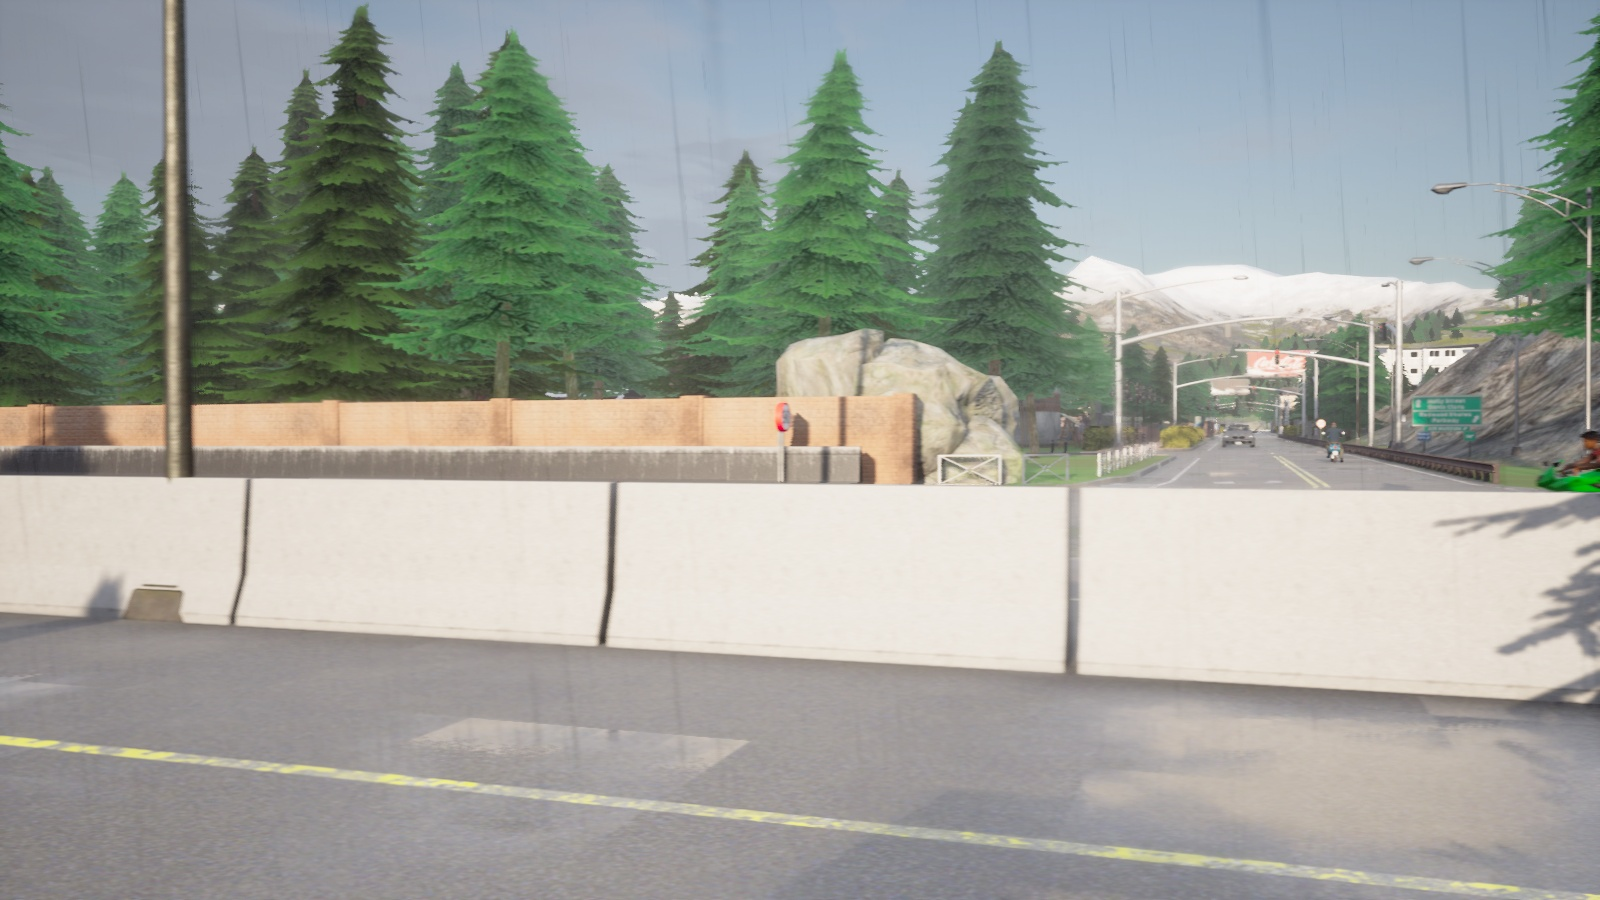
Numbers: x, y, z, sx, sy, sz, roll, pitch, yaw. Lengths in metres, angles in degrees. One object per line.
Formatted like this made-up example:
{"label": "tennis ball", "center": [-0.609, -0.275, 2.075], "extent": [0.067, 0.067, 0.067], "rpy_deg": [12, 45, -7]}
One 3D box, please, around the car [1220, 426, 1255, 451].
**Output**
{"label": "car", "center": [31.124, -0.838, 89.318], "extent": [2.242, 1.667, 4.611], "rpy_deg": [1, 1, 19]}

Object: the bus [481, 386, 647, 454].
{"label": "bus", "center": [-15.422, -1.952, 81.834], "extent": [10.273, 4.253, 3.944], "rpy_deg": [1, 1, 25]}

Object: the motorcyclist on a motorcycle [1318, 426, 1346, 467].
{"label": "motorcyclist on a motorcycle", "center": [21.198, -0.138, 50.074], "extent": [0.866, 1.590, 1.817], "rpy_deg": [1, 1, 19]}

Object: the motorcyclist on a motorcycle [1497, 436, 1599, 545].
{"label": "motorcyclist on a motorcycle", "center": [11.168, 0.563, 17.898], "extent": [2.044, 1.523, 0.797], "rpy_deg": [0, 1, 19]}
